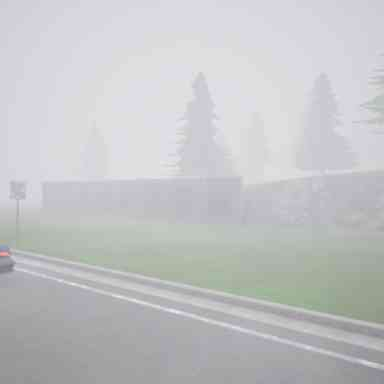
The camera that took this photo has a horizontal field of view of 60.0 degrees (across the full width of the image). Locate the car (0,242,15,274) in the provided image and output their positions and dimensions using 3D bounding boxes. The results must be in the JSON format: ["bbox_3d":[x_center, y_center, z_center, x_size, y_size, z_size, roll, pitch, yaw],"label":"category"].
[{"bbox_3d":[-6.892,1.556,9.001,5.357,1.411,2.033,0,0,36],"label":"car"}]
